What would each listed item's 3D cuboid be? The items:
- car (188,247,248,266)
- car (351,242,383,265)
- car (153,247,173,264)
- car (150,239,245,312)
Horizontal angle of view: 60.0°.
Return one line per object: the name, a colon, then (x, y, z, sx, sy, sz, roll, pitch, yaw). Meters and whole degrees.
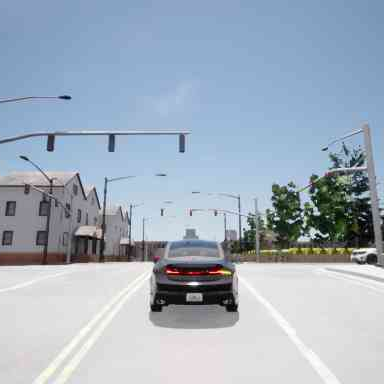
car: (2.051, 5.271, 27.249, 4.674, 1.442, 1.812, -8, -14, 35)
car: (16.797, 5.315, 28.830, 5.566, 2.045, 2.150, 0, -12, 1)
car: (-3.728, 8.365, 43.512, 2.150, 2.045, 5.566, 0, -12, 0)
car: (0.046, 1.985, 8.589, 1.837, 1.490, 4.892, 0, -7, 0)
